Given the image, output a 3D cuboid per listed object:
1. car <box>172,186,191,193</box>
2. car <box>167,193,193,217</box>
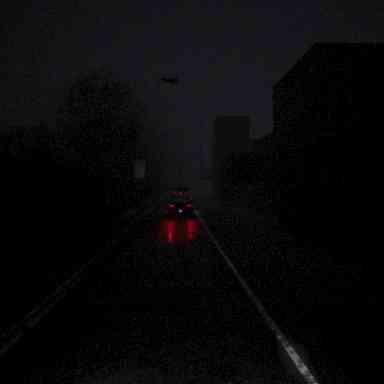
[{"bbox_3d":[-1.372,0.184,42.975,2.150,2.045,5.566,0,2,-1],"label":"car"},{"bbox_3d":[-0.896,1.081,25.476,1.812,1.442,4.674,0,1,-2],"label":"car"}]
